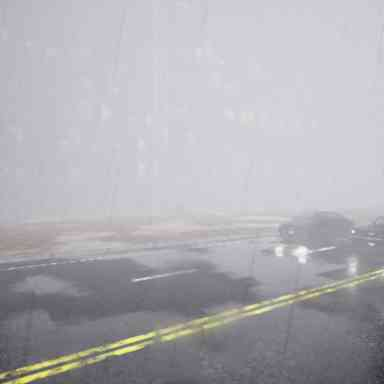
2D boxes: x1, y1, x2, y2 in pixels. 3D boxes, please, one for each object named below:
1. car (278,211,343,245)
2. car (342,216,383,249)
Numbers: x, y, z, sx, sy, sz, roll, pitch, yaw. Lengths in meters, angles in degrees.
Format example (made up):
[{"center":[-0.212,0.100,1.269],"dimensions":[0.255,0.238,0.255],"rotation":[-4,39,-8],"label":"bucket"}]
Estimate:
[{"center":[6.060,1.610,15.984],"dimensions":[4.181,1.385,1.994],"rotation":[0,0,-35],"label":"car"},{"center":[8.500,1.649,13.734],"dimensions":[4.718,1.301,1.895],"rotation":[0,0,-35],"label":"car"}]
